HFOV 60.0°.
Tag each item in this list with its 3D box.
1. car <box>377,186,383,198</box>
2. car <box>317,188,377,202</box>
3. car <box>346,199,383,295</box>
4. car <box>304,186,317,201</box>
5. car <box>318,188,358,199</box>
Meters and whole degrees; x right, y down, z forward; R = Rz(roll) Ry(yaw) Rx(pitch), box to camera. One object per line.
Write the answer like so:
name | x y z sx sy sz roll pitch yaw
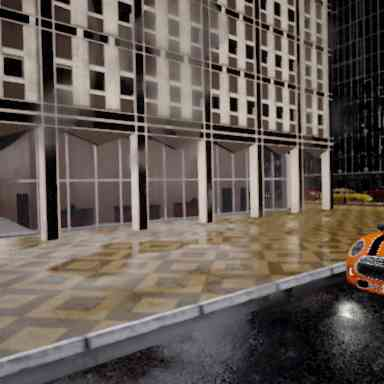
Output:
car | 22.607 0.042 39.277 1.967 1.590 4.097 -2 1 -36
car | 15.760 0.373 34.014 1.752 1.417 4.829 -2 1 -36
car | 5.337 1.082 7.175 4.553 1.767 2.097 -2 1 -35
car | 12.307 0.131 38.733 2.192 1.841 5.009 -2 1 -36
car | 19.212 0.123 43.829 2.008 1.369 4.403 -2 1 -36
